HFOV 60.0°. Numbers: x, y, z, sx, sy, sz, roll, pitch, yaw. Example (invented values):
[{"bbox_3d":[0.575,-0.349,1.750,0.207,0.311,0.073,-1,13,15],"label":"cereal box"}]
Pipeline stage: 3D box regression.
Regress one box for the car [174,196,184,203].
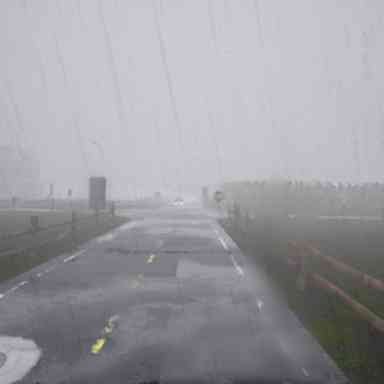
[{"bbox_3d":[-2.764,1.554,70.359,1.994,1.385,4.181,0,0,0],"label":"car"}]
